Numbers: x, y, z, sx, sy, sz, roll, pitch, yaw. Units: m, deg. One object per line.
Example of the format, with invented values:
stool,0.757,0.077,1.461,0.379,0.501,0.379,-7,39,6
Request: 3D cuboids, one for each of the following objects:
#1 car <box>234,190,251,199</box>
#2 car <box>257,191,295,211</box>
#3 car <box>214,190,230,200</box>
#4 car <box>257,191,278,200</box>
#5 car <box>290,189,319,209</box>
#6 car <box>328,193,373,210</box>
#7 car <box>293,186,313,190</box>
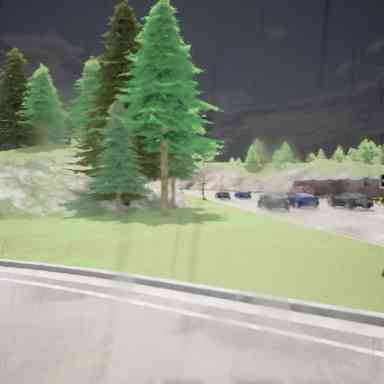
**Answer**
car,8.206,0.370,54.500,1.882,1.535,5.008,0,1,-6
car,7.332,0.892,30.182,1.812,1.442,4.674,0,1,-6
car,4.824,0.443,53.241,1.837,1.490,4.892,0,1,-6
car,11.921,0.504,52.750,1.895,1.301,4.718,0,1,-6
car,10.583,0.776,32.654,1.882,1.535,5.008,0,1,-6
car,14.348,0.809,30.406,2.128,1.511,4.902,0,1,-6
car,15.864,0.175,48.818,2.150,2.045,5.566,0,1,-6
